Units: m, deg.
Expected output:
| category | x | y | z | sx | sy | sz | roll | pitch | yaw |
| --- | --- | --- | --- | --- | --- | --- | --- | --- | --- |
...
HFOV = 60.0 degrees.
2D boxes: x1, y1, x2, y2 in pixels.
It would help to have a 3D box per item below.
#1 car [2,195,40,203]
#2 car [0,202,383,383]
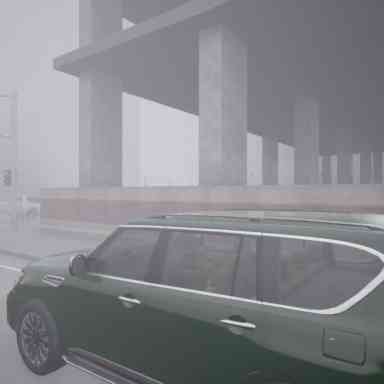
| category | x | y | z | sx | sy | sz | roll | pitch | yaw |
| --- | --- | --- | --- | --- | --- | --- | --- | --- | --- |
| car | -12.927 | 1.276 | 28.871 | 2.150 | 2.045 | 5.566 | 0 | 0 | 35 |
| car | 0.098 | 1.221 | 3.915 | 5.566 | 2.045 | 2.150 | 0 | 0 | 36 |
